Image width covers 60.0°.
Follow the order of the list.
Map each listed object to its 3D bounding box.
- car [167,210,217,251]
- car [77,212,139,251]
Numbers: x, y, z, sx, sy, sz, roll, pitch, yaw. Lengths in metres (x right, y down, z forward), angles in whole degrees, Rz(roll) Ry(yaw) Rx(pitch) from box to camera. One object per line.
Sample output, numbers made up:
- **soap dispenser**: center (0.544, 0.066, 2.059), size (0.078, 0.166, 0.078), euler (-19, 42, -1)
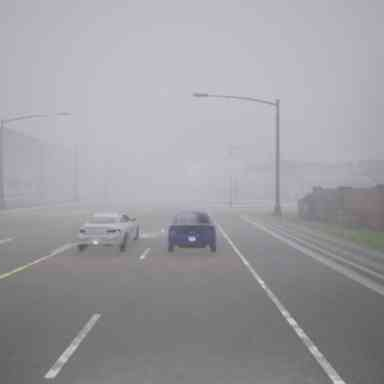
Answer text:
- **car**: center (0.012, 1.529, 14.462), size (1.882, 1.535, 5.008), euler (0, 0, 0)
- **car**: center (-3.489, 1.577, 14.363), size (1.812, 1.442, 4.674), euler (0, 0, 0)
